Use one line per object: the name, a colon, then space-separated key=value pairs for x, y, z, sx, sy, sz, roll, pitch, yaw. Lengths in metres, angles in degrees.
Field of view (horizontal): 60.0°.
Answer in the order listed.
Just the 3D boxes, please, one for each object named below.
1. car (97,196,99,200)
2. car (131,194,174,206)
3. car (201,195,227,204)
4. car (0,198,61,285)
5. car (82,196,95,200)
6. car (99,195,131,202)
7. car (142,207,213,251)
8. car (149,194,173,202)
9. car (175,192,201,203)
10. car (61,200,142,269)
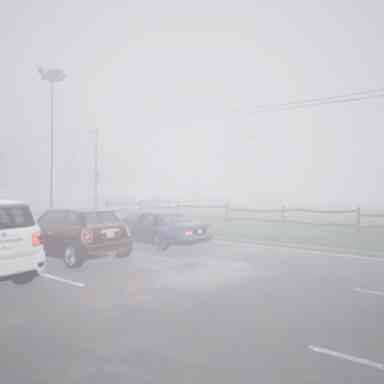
car: x=-12.659 y=1.310 z=52.980 sx=1.994 sy=1.385 sz=4.181 roll=0 pitch=0 yaw=36
car: x=-5.276 y=1.358 z=45.307 sx=2.033 sy=1.411 sz=5.357 roll=0 pitch=0 yaw=36
car: x=4.108 y=1.413 z=58.115 sx=1.895 sy=1.301 sz=4.718 roll=0 pitch=0 yaw=36
car: x=-5.842 y=1.163 z=8.107 sx=5.566 sy=2.045 sz=2.150 roll=0 pitch=0 yaw=36
car: x=-15.730 y=1.325 z=54.704 sx=1.895 sy=1.301 sz=4.718 roll=0 pitch=0 yaw=36
car: x=-10.848 y=1.245 z=49.536 sx=1.882 sy=1.535 sz=5.008 roll=0 pitch=0 yaw=36
car: x=-1.739 y=1.490 z=13.781 sx=5.357 sy=1.411 sz=2.033 roll=0 pitch=0 yaw=36
car: x=-6.269 y=1.220 z=67.534 sx=2.128 sy=1.511 sz=4.902 roll=0 pitch=0 yaw=37
car: x=-0.265 y=0.993 z=63.934 sx=2.150 sy=2.045 sz=5.566 roll=0 pitch=0 yaw=37
car: x=-4.173 y=1.291 z=11.220 sx=4.553 sy=1.767 sz=2.097 roll=0 pitch=0 yaw=36
